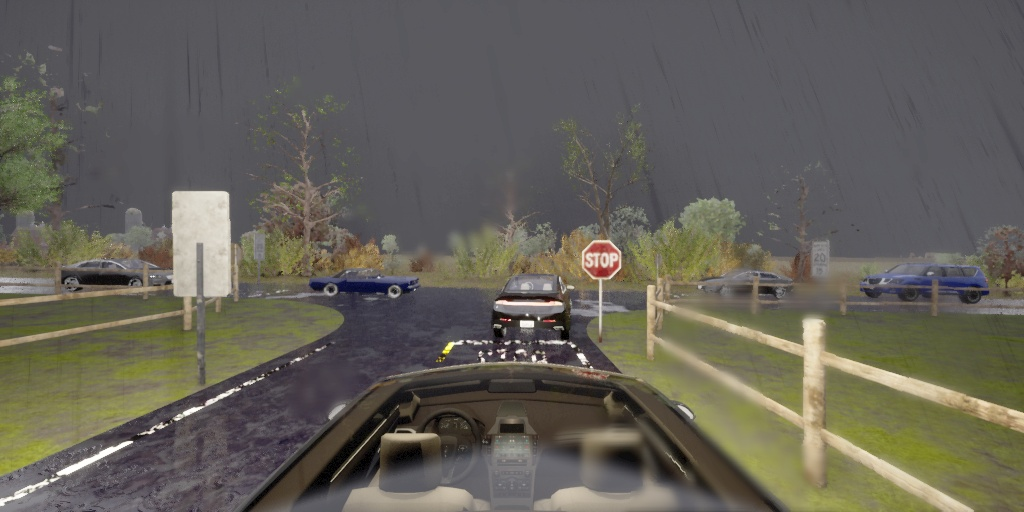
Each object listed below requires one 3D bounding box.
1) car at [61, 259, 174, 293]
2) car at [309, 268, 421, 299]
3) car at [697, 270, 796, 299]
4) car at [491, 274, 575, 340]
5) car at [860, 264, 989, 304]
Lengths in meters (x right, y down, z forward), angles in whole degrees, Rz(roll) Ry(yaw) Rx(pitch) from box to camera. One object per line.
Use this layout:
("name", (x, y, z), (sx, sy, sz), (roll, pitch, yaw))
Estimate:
("car", (-18.494, 0.884, 17.087), (4.902, 1.511, 2.128), (1, 1, 0))
("car", (-6.826, 1.247, 17.074), (4.718, 1.301, 1.895), (1, 1, 0))
("car", (12.999, 1.524, 20.006), (4.902, 1.511, 2.128), (1, 1, 0))
("car", (0.704, 1.239, 10.045), (2.128, 1.511, 4.902), (0, 0, 9))
("car", (22.894, 1.465, 19.998), (5.566, 2.045, 2.150), (1, 1, 0))
